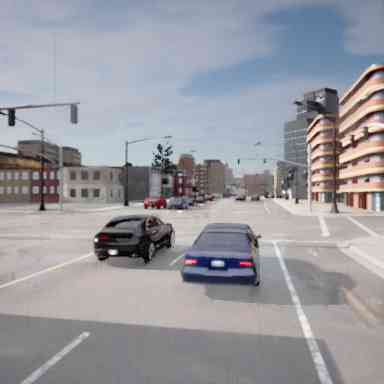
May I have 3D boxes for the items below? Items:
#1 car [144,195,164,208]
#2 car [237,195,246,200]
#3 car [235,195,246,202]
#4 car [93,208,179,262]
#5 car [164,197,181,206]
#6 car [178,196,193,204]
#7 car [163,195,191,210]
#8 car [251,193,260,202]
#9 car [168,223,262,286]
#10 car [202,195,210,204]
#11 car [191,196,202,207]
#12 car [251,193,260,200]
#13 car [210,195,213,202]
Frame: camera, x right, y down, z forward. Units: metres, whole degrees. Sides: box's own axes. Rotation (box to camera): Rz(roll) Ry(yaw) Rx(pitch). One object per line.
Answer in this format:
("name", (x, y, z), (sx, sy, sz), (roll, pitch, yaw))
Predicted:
("car", (-5.243, 1.420, 48.370), (2.150, 2.045, 5.566), (0, 0, 11))
("car", (12.788, 1.356, 85.517), (1.994, 1.385, 4.181), (0, 0, 11))
("car", (10.873, 1.486, 75.664), (1.895, 1.301, 4.718), (0, 1, 11))
("car", (-1.994, 1.596, 12.622), (1.837, 1.490, 4.892), (0, 0, 10))
("car", (-3.357, 1.646, 57.930), (1.812, 1.442, 4.674), (0, 1, 12))
("car", (-1.255, 1.554, 68.309), (2.033, 1.411, 5.357), (0, 1, 11))
("car", (-2.032, 1.550, 46.499), (2.097, 1.767, 4.553), (0, 0, 11))
("car", (14.208, 1.407, 74.484), (2.128, 1.511, 4.902), (0, 1, 11))
("car", (1.025, 1.617, 9.684), (2.033, 1.411, 5.357), (0, 0, 11))
("car", (1.649, 1.578, 65.067), (2.033, 1.411, 5.357), (0, 1, 11))
("car", (-0.288, 1.626, 55.413), (2.128, 1.511, 4.902), (0, 1, 11))
("car", (16.193, 1.062, 84.694), (2.097, 1.767, 4.553), (0, 0, 11))
("car", (3.672, 1.393, 75.312), (1.882, 1.535, 5.008), (0, 1, 11))
